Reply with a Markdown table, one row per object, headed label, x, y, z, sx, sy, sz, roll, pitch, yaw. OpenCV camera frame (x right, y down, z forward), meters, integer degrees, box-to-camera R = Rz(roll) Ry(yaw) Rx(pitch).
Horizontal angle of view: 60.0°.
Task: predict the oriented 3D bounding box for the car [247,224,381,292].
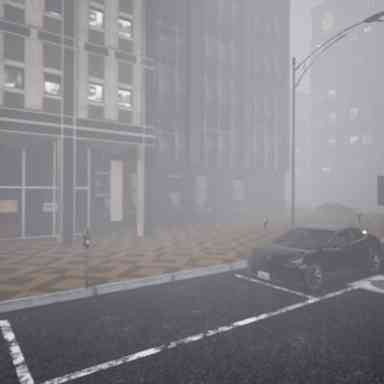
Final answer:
| label | x | y | z | sx | sy | sz | roll | pitch | yaw |
| --- | --- | --- | --- | --- | --- | --- | --- | --- | --- |
| car | 3.444 | 1.571 | 9.014 | 4.313 | 1.339 | 1.947 | 0 | 0 | -36 |

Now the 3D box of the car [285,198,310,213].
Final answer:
| label | x | y | z | sx | sy | sz | roll | pitch | yaw |
| --- | --- | --- | --- | --- | --- | --- | --- | --- | --- |
| car | 10.319 | 1.480 | 35.140 | 1.752 | 1.417 | 4.829 | 1 | 0 | -36 |

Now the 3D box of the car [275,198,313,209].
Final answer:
| label | x | y | z | sx | sy | sz | roll | pitch | yaw |
| --- | --- | --- | --- | --- | --- | --- | --- | --- | --- |
| car | 13.628 | 1.516 | 44.903 | 1.752 | 1.417 | 4.829 | 0 | 0 | -36 |

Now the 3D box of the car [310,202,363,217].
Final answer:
| label | x | y | z | sx | sy | sz | roll | pitch | yaw |
| --- | --- | --- | --- | --- | --- | --- | --- | --- | --- |
| car | 13.520 | 1.547 | 30.676 | 1.802 | 1.307 | 4.206 | 1 | 0 | -36 |
